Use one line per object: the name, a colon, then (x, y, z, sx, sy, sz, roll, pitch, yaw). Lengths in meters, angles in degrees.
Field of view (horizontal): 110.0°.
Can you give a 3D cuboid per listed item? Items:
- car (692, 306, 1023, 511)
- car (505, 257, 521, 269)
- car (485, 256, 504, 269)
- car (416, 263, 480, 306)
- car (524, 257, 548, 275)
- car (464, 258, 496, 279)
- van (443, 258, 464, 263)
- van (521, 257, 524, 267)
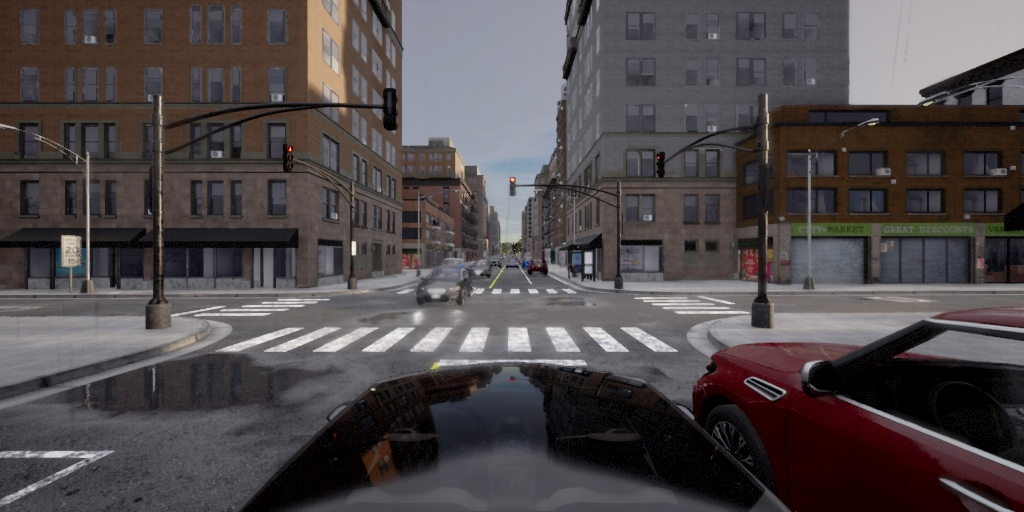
car: (2.638, 1.065, 1.167, 2.192, 1.841, 5.009, 0, 0, 0)
car: (0.068, 1.306, 57.962, 1.994, 1.385, 4.181, 0, 0, 0)
car: (-2.781, 0.966, 57.474, 2.150, 2.045, 5.566, 0, 0, 0)
car: (-2.850, 1.245, 15.892, 2.128, 1.511, 4.902, 0, 0, 0)
car: (2.715, 1.060, 38.538, 2.192, 1.841, 5.009, 0, 0, 0)
car: (-2.843, 1.238, 32.922, 2.128, 1.511, 4.902, 0, 0, 0)
van: (-5.399, 1.087, 33.132, 1.690, 1.789, 3.998, 0, 0, 0)
van: (2.704, 1.084, 54.756, 1.690, 1.789, 3.998, 0, 0, 0)
